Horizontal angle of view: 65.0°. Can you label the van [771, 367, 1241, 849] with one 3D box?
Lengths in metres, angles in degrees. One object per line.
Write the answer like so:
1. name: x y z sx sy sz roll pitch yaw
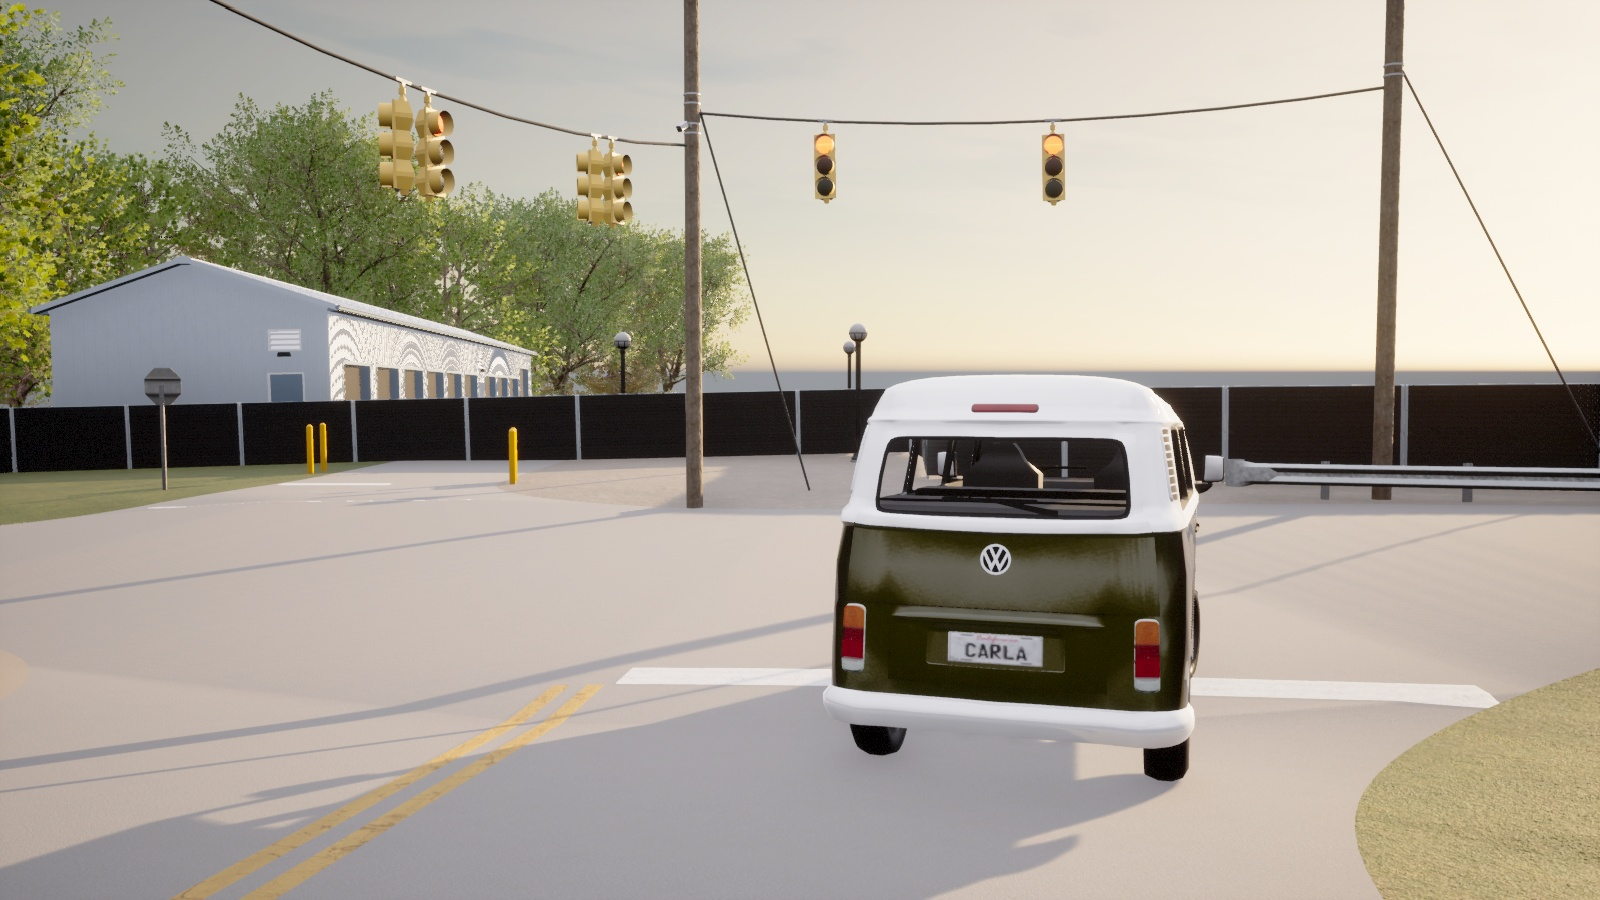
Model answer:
1. van: 1.546 0.611 7.742 2.069 2.038 4.480 1 1 18
